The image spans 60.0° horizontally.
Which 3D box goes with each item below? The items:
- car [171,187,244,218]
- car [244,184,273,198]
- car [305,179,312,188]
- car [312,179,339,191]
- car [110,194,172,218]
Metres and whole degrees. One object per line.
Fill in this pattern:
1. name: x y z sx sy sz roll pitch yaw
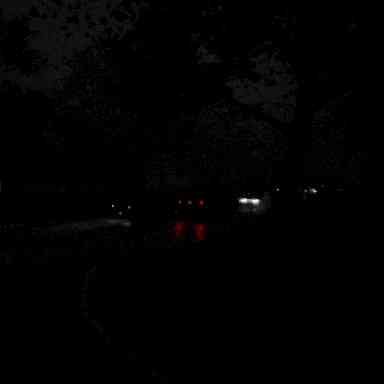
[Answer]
1. car: 1.133 0.530 21.170 2.097 1.767 4.553 1 4 37
2. car: 6.818 -0.139 34.457 1.994 1.385 4.181 1 4 37
3. car: 18.401 -1.265 49.664 1.895 1.301 4.718 1 5 37
4. car: 17.356 -0.870 42.712 1.994 1.385 4.181 1 5 37
5. car: -2.952 0.829 21.505 1.895 1.301 4.718 1 4 37
